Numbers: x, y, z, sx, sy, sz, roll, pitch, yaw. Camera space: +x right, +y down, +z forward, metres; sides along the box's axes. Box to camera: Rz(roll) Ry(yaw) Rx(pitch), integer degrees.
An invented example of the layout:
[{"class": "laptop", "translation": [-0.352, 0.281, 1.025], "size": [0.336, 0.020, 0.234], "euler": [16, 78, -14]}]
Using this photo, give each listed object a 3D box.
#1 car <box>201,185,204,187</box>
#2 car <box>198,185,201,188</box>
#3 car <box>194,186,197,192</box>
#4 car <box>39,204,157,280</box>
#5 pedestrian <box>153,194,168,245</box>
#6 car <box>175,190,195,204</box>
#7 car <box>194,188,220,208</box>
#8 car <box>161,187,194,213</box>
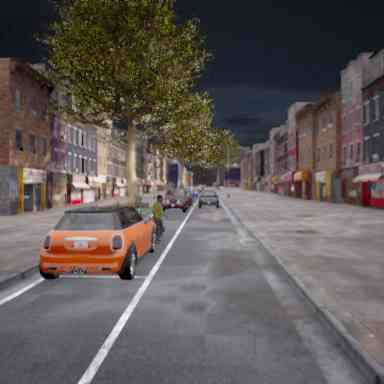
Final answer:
[{"class": "car", "translation": [1.158, -0.378, 77.046], "size": [1.802, 1.307, 4.206], "euler": [2, 1, 3]}, {"class": "car", "translation": [0.070, 0.036, 54.936], "size": [1.967, 1.590, 4.097], "euler": [2, 2, 3]}, {"class": "car", "translation": [-1.019, 0.476, 32.825], "size": [2.192, 1.841, 5.009], "euler": [2, 2, 3]}, {"class": "car", "translation": [-2.317, 1.115, 9.379], "size": [2.097, 1.767, 4.553], "euler": [0, 1, 3]}, {"class": "pedestrian", "translation": [-1.207, 0.984, 12.156], "size": [0.375, 1.860, 0.375], "euler": [-2, 0, 3]}, {"class": "car", "translation": [-0.752, 0.564, 38.358], "size": [1.887, 1.381, 4.507], "euler": [2, 2, 3]}, {"class": "car", "translation": [1.597, 0.684, 31.407], "size": [2.128, 1.511, 4.902], "euler": [0, 2, 3]}, {"class": "car", "translation": [-1.292, 0.618, 27.299], "size": [2.192, 1.841, 5.009], "euler": [2, 2, 3]}]
